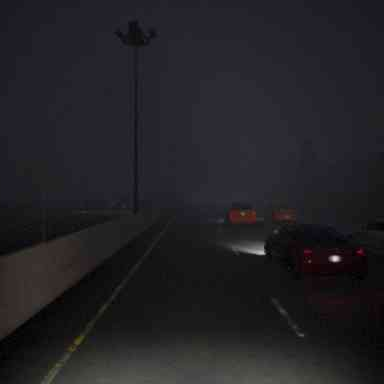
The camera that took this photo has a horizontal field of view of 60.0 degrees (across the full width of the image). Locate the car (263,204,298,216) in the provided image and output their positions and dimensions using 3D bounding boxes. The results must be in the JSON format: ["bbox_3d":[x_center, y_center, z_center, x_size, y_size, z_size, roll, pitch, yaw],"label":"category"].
[{"bbox_3d":[7.077,1.709,27.081,1.882,1.535,5.008,0,-1,0],"label":"car"}]

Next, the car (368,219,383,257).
[{"bbox_3d":[7.072,1.624,11.514,1.812,1.442,4.674,0,-1,0],"label":"car"}]

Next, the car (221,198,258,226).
[{"bbox_3d":[3.567,1.567,25.232,2.097,1.767,4.553,0,-1,0],"label":"car"}]

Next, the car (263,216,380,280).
[{"bbox_3d":[3.568,1.651,10.273,1.994,1.385,4.181,0,-1,0],"label":"car"}]
